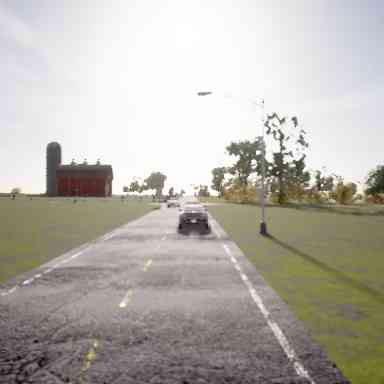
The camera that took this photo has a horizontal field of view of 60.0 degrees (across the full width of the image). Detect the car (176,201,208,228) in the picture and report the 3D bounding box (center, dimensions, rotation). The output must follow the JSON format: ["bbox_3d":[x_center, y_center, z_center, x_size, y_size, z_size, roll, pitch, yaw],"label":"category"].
[{"bbox_3d":[0.098,1.540,21.997,1.812,1.442,4.674,0,0,0],"label":"car"}]

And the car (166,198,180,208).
[{"bbox_3d":[-2.779,1.572,50.428,1.812,1.442,4.674,0,0,0],"label":"car"}]
